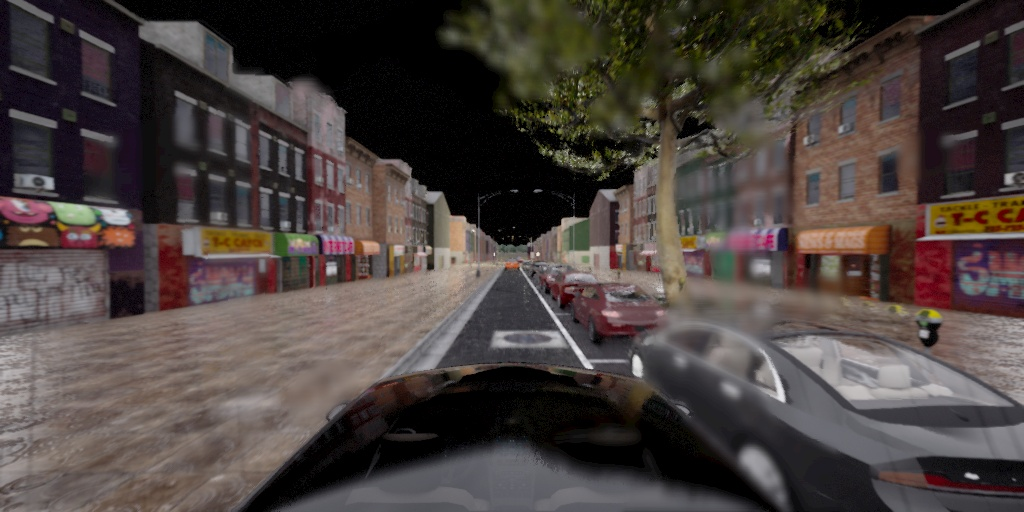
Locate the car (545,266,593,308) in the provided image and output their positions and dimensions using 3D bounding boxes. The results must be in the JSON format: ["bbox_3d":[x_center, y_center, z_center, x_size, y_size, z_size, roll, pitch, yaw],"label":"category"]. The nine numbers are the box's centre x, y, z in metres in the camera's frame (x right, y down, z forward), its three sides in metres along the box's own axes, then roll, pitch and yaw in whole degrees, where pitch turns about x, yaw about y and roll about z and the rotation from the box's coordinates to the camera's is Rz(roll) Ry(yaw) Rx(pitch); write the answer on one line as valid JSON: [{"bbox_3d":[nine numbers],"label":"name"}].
[{"bbox_3d":[2.642,1.294,14.963,1.888,1.381,4.507,0,0,0],"label":"car"}]

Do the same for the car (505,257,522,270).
[{"bbox_3d":[0.053,1.136,53.032,2.097,1.767,4.553,0,0,1],"label":"car"}]

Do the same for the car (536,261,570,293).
[{"bbox_3d":[2.643,1.191,20.508,1.967,1.591,4.097,0,0,0],"label":"car"}]

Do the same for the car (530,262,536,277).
[{"bbox_3d":[2.646,1.306,26.054,2.007,1.370,4.403,0,0,0],"label":"car"}]

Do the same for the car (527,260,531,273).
[{"bbox_3d":[2.762,1.270,36.062,1.837,1.490,4.892,0,0,0],"label":"car"}]

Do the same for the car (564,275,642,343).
[{"bbox_3d":[2.639,1.331,9.418,1.802,1.307,4.207,0,0,0],"label":"car"}]

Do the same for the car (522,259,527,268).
[{"bbox_3d":[2.660,1.353,64.873,2.007,1.370,4.403,0,0,0],"label":"car"}]

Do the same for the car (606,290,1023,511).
[{"bbox_3d":[2.638,1.300,3.872,2.007,1.370,4.403,0,0,0],"label":"car"}]
